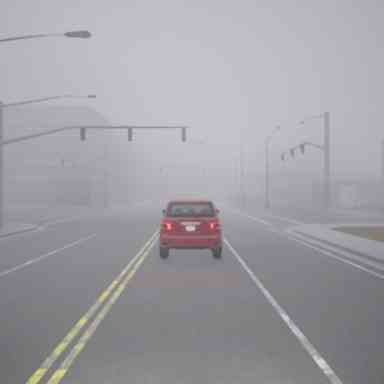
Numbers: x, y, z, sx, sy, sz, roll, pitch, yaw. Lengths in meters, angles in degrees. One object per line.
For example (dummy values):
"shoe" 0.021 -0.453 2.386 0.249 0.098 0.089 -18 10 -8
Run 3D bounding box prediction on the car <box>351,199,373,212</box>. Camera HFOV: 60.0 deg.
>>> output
"car" 23.045 1.645 42.999 4.553 1.767 2.097 0 0 -4

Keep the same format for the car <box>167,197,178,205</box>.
"car" -4.234 1.887 72.885 2.097 1.767 4.553 0 0 -1

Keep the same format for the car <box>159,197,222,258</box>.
"car" -0.054 1.312 13.225 2.150 2.045 5.566 0 -1 0

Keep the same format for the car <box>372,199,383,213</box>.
"car" 24.725 1.745 39.579 5.008 1.535 1.882 0 0 -5

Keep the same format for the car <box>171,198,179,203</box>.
"car" -4.395 2.198 88.635 1.994 1.385 4.181 0 0 -1

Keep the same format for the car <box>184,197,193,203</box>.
"car" -0.879 1.971 87.068 2.128 1.511 4.902 0 0 -1
